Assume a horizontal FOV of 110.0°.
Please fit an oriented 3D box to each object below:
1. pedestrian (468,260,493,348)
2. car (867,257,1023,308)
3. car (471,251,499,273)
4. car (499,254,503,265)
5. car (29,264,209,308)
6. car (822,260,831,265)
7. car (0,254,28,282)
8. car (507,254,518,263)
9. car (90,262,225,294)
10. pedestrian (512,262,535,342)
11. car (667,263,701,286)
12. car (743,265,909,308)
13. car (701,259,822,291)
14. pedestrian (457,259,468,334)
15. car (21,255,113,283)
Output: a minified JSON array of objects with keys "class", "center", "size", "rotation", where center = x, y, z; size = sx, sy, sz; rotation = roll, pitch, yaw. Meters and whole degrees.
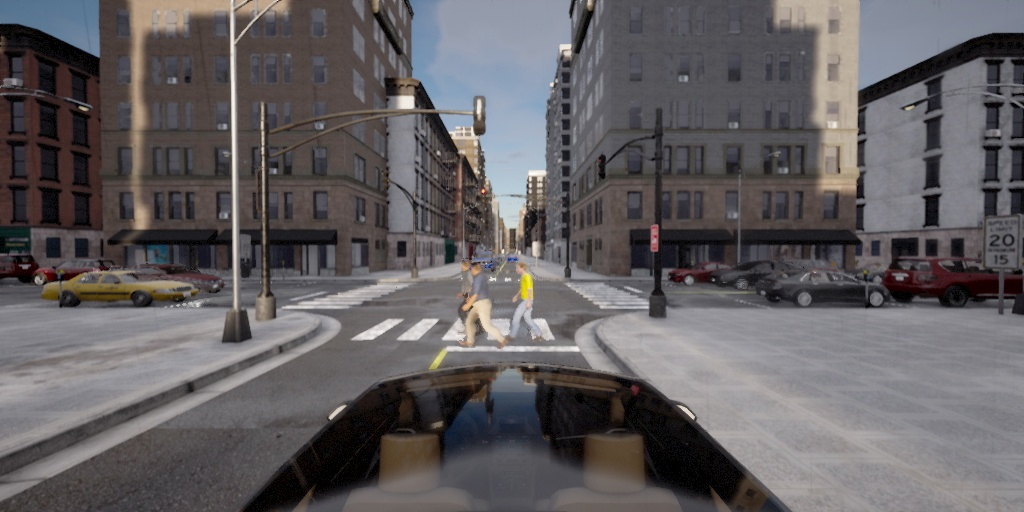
[{"class":"pedestrian","center":[-0.639,0.974,7.330],"size":[0.375,1.860,0.375],"rotation":[0,1,0]},{"class":"car","center":[17.194,0.943,13.699],"size":[5.009,1.841,2.192],"rotation":[0,0,0]},{"class":"car","center":[-2.780,0.555,35.972],"size":[2.150,2.045,5.566],"rotation":[0,1,1]},{"class":"car","center":[-2.742,0.719,50.842],"size":[1.994,1.385,4.181],"rotation":[0,1,0]},{"class":"car","center":[-14.891,1.144,13.784],"size":[4.829,1.417,1.751],"rotation":[0,0,0]},{"class":"car","center":[17.215,0.930,21.723],"size":[4.097,1.591,1.967],"rotation":[0,0,0]},{"class":"car","center":[-32.025,0.792,21.853],"size":[5.009,1.841,2.192],"rotation":[0,0,0]},{"class":"car","center":[0.110,0.487,63.201],"size":[1.882,1.535,5.008],"rotation":[0,1,0]},{"class":"car","center":[-15.794,1.101,16.291],"size":[4.674,1.442,1.812],"rotation":[0,1,1]},{"class":"pedestrian","center":[0.254,0.966,7.932],"size":[0.375,1.860,0.375],"rotation":[0,1,0]},{"class":"car","center":[11.806,1.033,21.737],"size":[4.507,1.381,1.888],"rotation":[0,0,0]},{"class":"car","center":[11.785,1.177,13.713],"size":[4.403,1.370,2.007],"rotation":[0,0,0]},{"class":"car","center":[13.217,1.037,19.181],"size":[4.892,1.490,1.837],"rotation":[0,1,0]},{"class":"pedestrian","center":[-1.043,0.960,8.534],"size":[0.375,1.860,0.375],"rotation":[0,1,0]},{"class":"car","center":[-26.363,0.918,21.838],"size":[4.097,1.591,1.967],"rotation":[0,0,0]}]
